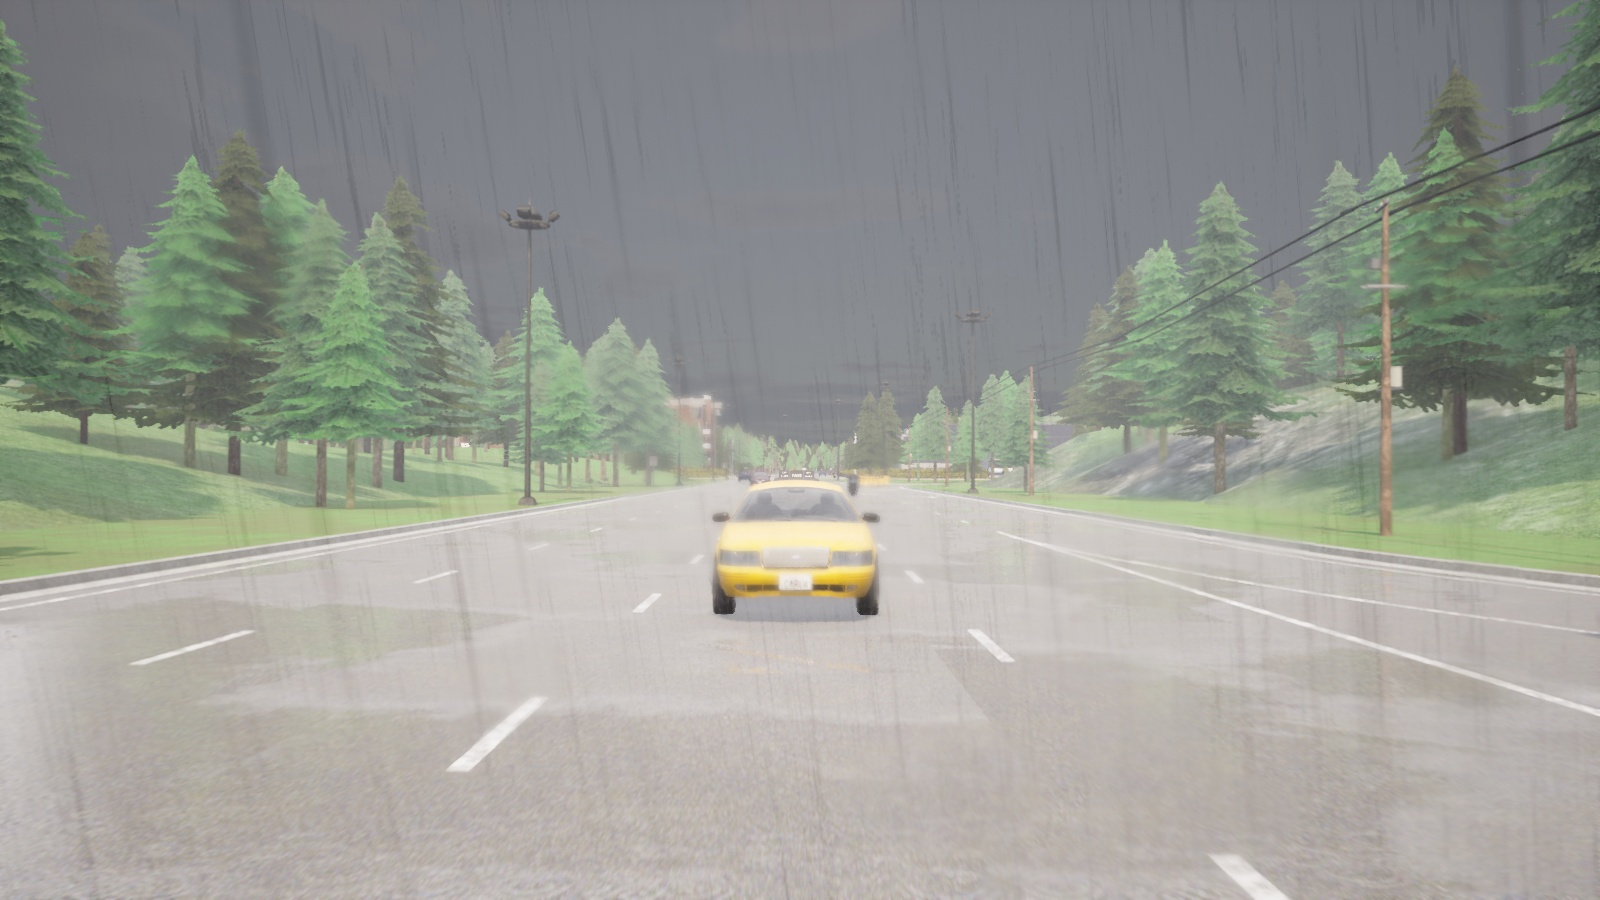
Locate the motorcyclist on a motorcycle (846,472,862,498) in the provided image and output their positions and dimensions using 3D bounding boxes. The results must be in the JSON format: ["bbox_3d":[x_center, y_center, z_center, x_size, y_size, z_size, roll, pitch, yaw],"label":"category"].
[{"bbox_3d":[3.313,2.127,77.107,0.866,1.530,2.191,0,-1,0],"label":"motorcyclist on a motorcycle"}]

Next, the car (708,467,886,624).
[{"bbox_3d":[-0.038,1.012,15.420,1.801,1.575,5.366,0,-1,0],"label":"car"}]
